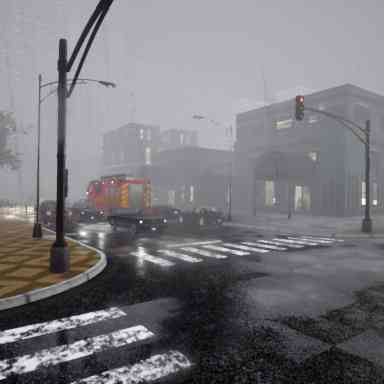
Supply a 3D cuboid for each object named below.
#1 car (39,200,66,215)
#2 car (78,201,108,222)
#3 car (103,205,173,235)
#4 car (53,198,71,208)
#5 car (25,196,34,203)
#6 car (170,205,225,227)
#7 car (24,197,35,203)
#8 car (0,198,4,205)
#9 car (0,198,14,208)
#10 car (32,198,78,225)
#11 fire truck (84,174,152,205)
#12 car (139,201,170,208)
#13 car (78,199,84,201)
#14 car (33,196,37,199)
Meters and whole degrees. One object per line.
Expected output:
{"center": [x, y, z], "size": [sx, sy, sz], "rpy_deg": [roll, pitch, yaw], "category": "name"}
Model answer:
{"center": [-15.854, 1.664, 37.588], "size": [1.837, 1.490, 4.892], "rpy_deg": [1, -1, -34], "category": "car"}
{"center": [-8.989, 1.702, 27.668], "size": [1.895, 1.301, 4.718], "rpy_deg": [1, -1, -35], "category": "car"}
{"center": [-3.270, 1.655, 19.424], "size": [1.895, 1.301, 4.718], "rpy_deg": [1, -1, -35], "category": "car"}
{"center": [-22.230, 1.778, 56.893], "size": [1.967, 1.590, 4.097], "rpy_deg": [1, -1, -35], "category": "car"}
{"center": [-38.055, 1.788, 79.695], "size": [2.192, 1.841, 5.009], "rpy_deg": [1, -1, -35], "category": "car"}
{"center": [0.597, 1.700, 24.230], "size": [2.008, 1.369, 4.403], "rpy_deg": [1, -1, -35], "category": "car"}
{"center": [-41.222, 2.051, 84.253], "size": [2.008, 1.369, 4.403], "rpy_deg": [1, -1, -35], "category": "car"}
{"center": [-38.608, 1.860, 65.793], "size": [1.947, 1.339, 4.313], "rpy_deg": [1, -1, -35], "category": "car"}
{"center": [-29.016, 1.738, 51.973], "size": [1.752, 1.417, 4.829], "rpy_deg": [1, -1, -35], "category": "car"}
{"center": [-10.228, 1.492, 24.680], "size": [1.967, 1.590, 4.097], "rpy_deg": [1, -1, -35], "category": "car"}
{"center": [-6.759, 0.487, 29.940], "size": [2.891, 3.827, 8.468], "rpy_deg": [1, -1, -35], "category": "fire truck"}
{"center": [-2.528, 1.741, 28.734], "size": [1.947, 1.339, 4.313], "rpy_deg": [1, -1, -35], "category": "car"}
{"center": [-12.665, 1.573, 43.263], "size": [2.192, 1.841, 5.009], "rpy_deg": [1, -1, -35], "category": "car"}
{"center": [-31.822, 1.944, 70.712], "size": [1.752, 1.417, 4.829], "rpy_deg": [1, -1, -35], "category": "car"}
